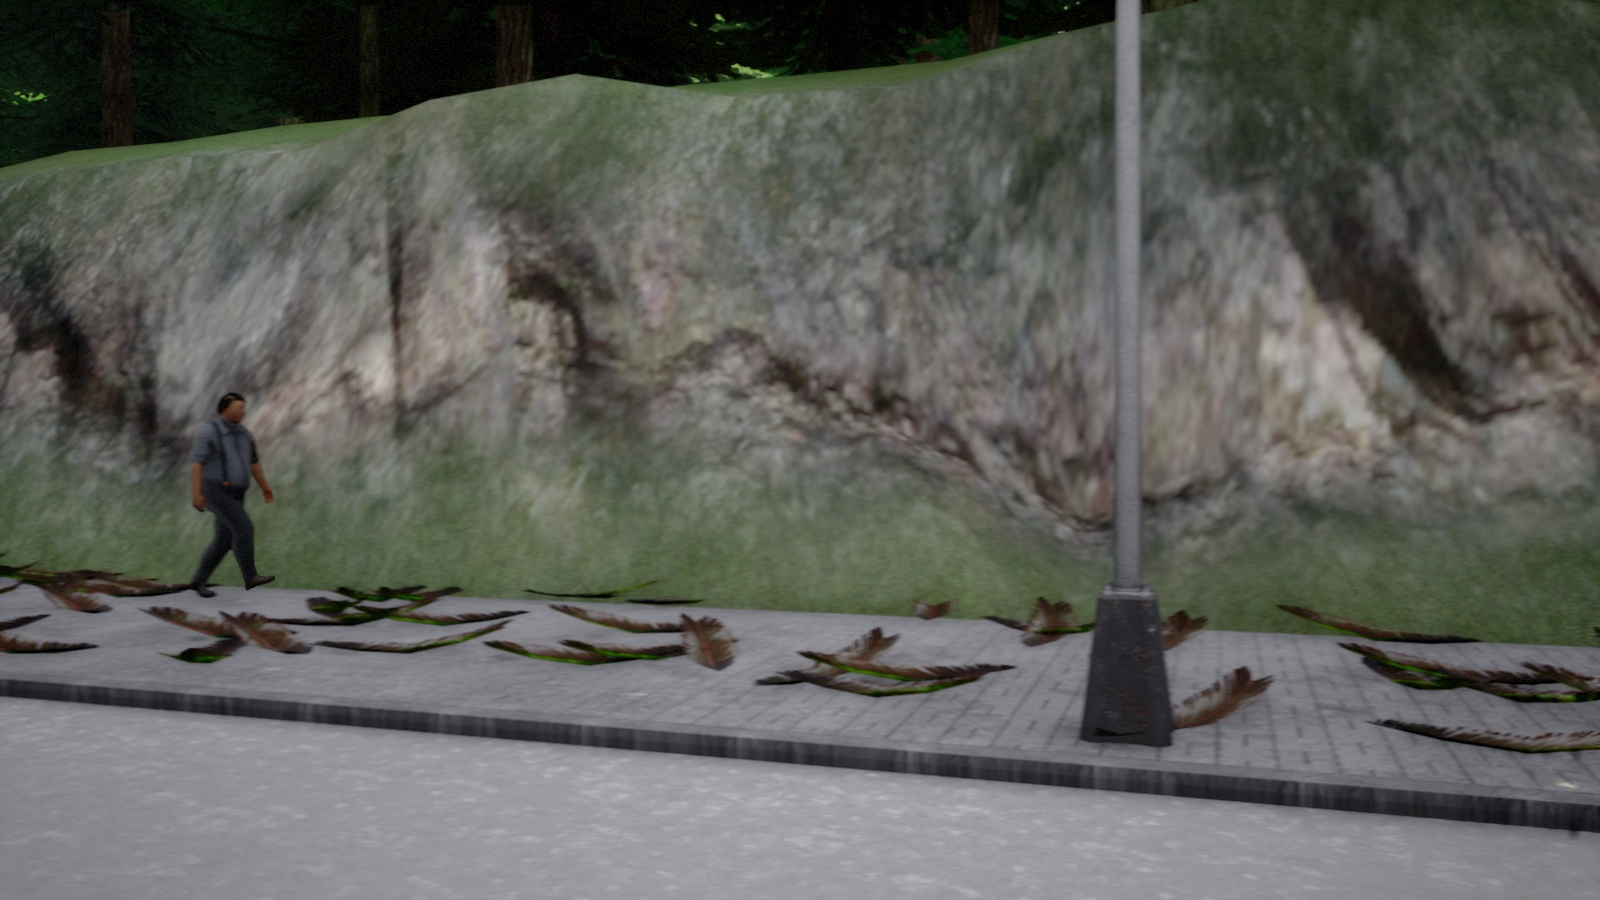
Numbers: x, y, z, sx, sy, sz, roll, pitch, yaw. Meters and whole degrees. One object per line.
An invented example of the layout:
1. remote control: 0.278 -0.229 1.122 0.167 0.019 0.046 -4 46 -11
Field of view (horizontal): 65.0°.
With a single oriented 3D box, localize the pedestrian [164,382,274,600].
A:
1. pedestrian: -5.094 0.341 11.029 0.694 1.848 0.540 1 1 18
